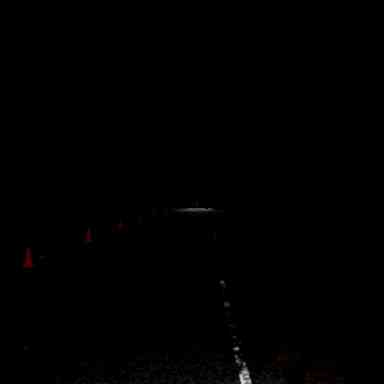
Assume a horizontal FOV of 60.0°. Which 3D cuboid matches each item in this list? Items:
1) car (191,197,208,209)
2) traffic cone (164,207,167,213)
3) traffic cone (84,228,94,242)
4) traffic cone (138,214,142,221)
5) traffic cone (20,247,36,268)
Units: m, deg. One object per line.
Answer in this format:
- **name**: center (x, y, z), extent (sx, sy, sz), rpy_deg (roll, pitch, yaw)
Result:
- **car**: center (1.035, 1.420, 44.848), extent (1.837, 1.490, 4.892), rpy_deg (0, 0, 9)
- **traffic cone**: center (-2.825, 1.886, 35.093), extent (0.340, 0.580, 0.340), rpy_deg (0, 0, 7)
- **traffic cone**: center (-4.656, 1.924, 14.992), extent (0.340, 0.580, 0.340), rpy_deg (0, 0, 3)
- **traffic cone**: center (-3.915, 1.905, 25.059), extent (0.340, 0.580, 0.340), rpy_deg (0, 0, 5)
- **traffic cone**: center (-4.894, 1.933, 9.951), extent (0.340, 0.580, 0.340), rpy_deg (0, 0, 2)
